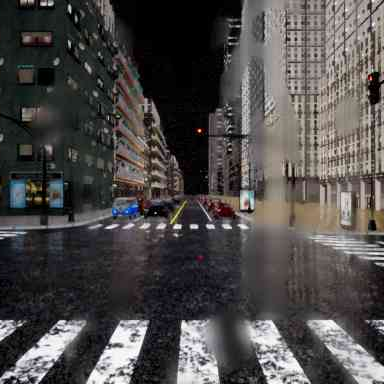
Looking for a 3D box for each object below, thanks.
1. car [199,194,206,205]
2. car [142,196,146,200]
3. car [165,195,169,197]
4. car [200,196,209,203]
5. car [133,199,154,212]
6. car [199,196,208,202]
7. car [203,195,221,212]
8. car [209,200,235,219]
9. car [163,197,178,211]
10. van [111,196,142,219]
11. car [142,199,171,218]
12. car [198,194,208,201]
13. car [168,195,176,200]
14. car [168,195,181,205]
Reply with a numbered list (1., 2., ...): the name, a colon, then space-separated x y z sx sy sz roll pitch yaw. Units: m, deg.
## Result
1. car: 2.711 1.468 56.071 1.967 1.590 4.097 0 0 0
2. car: -5.674 1.328 33.964 2.192 1.841 5.009 0 0 0
3. car: -5.664 1.492 78.184 1.967 1.590 4.097 0 0 0
4. car: 2.714 1.590 72.654 1.887 1.381 4.507 0 0 0
5. car: -5.674 1.560 39.492 1.887 1.381 4.507 0 0 0
6. car: 2.715 1.634 78.182 1.802 1.307 4.206 0 0 0
7. car: 2.708 1.456 39.489 1.967 1.590 4.097 0 0 0
8. car: 2.704 1.592 28.433 1.802 1.307 4.206 0 0 0
9. car: -3.092 1.616 40.239 1.895 1.301 4.718 0 0 0
10. van: -5.675 1.351 28.436 1.690 1.788 3.998 0 0 0
11. car: -3.112 1.574 29.622 1.994 1.385 4.181 0 0 -2
12. car: 2.718 1.373 83.710 2.192 1.841 5.009 0 0 0
13. car: -5.662 1.640 94.767 1.947 1.339 4.313 0 0 0
14. car: -3.013 1.634 61.409 1.895 1.301 4.718 0 0 1
